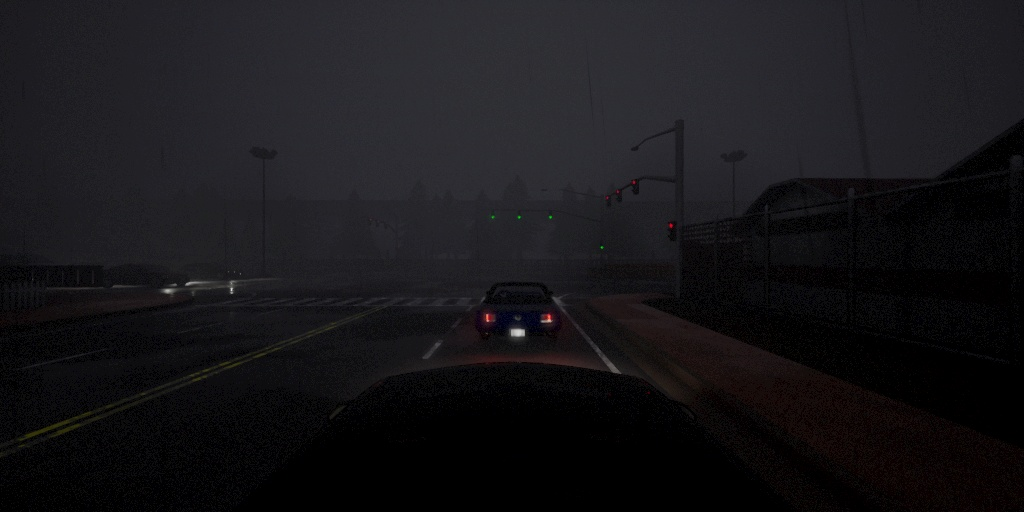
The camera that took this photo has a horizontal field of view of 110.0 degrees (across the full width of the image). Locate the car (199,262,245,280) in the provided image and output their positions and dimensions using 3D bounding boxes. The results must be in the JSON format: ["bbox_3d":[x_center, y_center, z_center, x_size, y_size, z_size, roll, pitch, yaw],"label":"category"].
[{"bbox_3d":[-25.313,1.248,30.167,4.892,1.490,1.837,0,0,-1],"label":"car"}]

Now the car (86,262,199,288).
[{"bbox_3d":[-23.791,1.226,23.189,5.008,1.535,1.882,0,0,-1],"label":"car"}]

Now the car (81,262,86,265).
[{"bbox_3d":[-35.017,1.213,30.012,5.357,1.411,2.033,1,0,-1],"label":"car"}]

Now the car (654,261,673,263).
[{"bbox_3d":[17.205,1.276,41.554,4.674,1.442,1.812,0,0,-1],"label":"car"}]

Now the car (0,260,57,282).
[{"bbox_3d":[-33.266,1.192,23.039,4.902,1.511,2.128,1,0,-1],"label":"car"}]

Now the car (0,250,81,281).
[{"bbox_3d":[-36.165,0.848,26.492,5.566,2.045,2.150,2,0,-1],"label":"car"}]

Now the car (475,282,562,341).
[{"bbox_3d":[0.203,1.351,9.870,1.895,1.301,4.718,0,0,2],"label":"car"}]
